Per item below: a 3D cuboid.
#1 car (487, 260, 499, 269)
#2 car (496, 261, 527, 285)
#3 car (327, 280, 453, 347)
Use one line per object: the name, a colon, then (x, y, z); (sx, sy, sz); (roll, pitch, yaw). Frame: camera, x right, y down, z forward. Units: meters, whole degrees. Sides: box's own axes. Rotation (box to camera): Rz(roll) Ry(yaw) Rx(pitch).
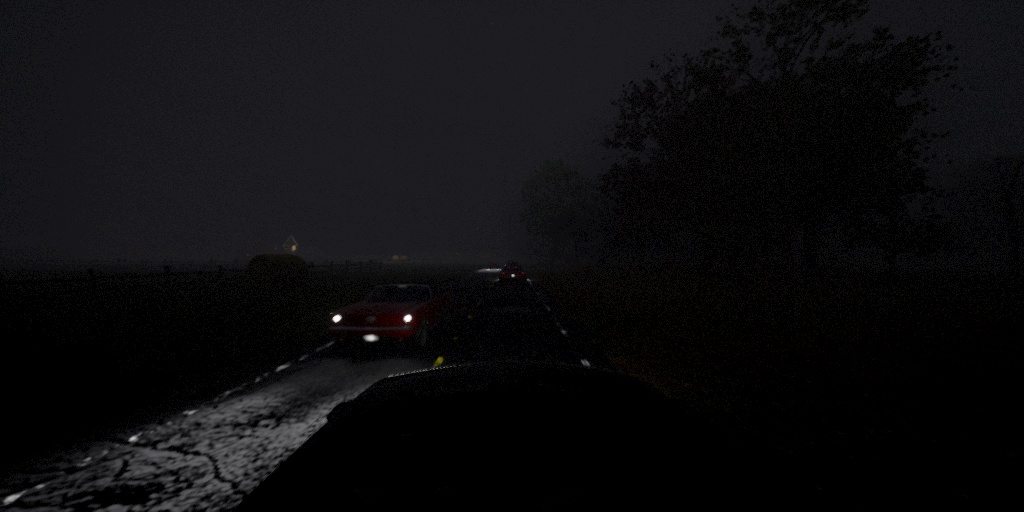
car: (-2.846, 1.341, 56.863); (1.895, 1.301, 4.718); (0, 0, 1)
car: (0.077, 1.316, 26.543); (1.994, 1.385, 4.181); (0, 0, 0)
car: (-2.851, 1.354, 9.465); (1.895, 1.301, 4.718); (0, 0, 0)
